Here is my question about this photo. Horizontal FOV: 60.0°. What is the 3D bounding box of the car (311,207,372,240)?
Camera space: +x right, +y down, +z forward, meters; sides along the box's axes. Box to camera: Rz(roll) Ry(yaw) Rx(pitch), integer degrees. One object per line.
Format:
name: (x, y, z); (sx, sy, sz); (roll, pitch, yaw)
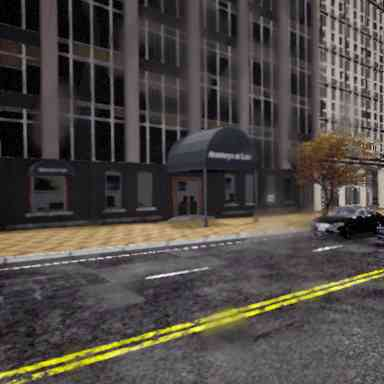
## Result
car: (8.234, 1.543, 17.428); (4.902, 1.511, 2.128); (0, 0, -35)

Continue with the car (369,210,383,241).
car: (10.537, 1.598, 15.071); (5.357, 1.411, 2.033); (0, 0, -35)
